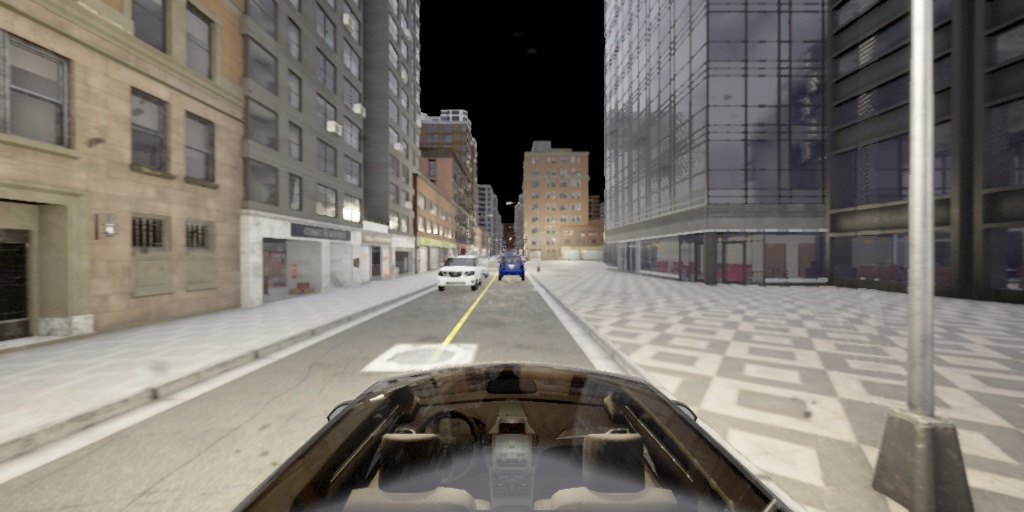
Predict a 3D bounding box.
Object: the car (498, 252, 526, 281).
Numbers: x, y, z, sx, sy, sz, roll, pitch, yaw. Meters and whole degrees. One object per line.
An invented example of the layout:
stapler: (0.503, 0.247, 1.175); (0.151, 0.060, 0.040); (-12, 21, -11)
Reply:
car: (-0.014, 0.946, 30.276); (2.150, 2.045, 5.566); (0, 0, 0)

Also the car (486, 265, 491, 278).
car: (-3.081, 1.245, 33.060); (1.812, 1.442, 4.674); (0, 0, 0)

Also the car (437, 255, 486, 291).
car: (-3.050, 0.958, 21.954); (2.150, 2.045, 5.566); (0, 0, 0)
